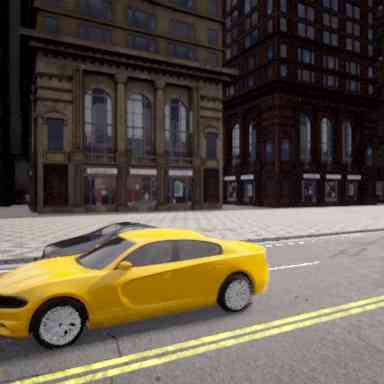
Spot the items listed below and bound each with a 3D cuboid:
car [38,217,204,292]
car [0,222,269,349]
[{"bbox_3d":[-1.982,1.555,9.364,4.181,1.385,1.994,0,0,-27],"label":"car"},{"bbox_3d":[-0.863,1.471,6.282,5.008,1.535,1.882,0,0,-27],"label":"car"}]
